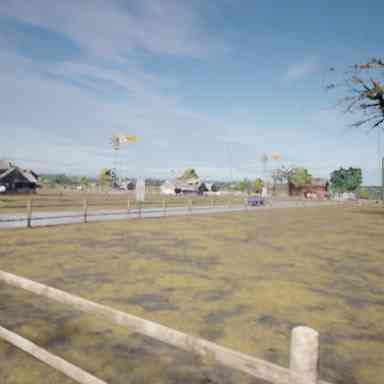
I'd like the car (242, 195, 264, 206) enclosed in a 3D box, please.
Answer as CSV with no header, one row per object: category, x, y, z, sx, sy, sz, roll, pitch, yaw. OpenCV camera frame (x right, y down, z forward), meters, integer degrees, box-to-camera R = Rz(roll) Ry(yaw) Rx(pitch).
car,9.723,1.245,52.850,2.097,1.767,4.553,4,1,35
